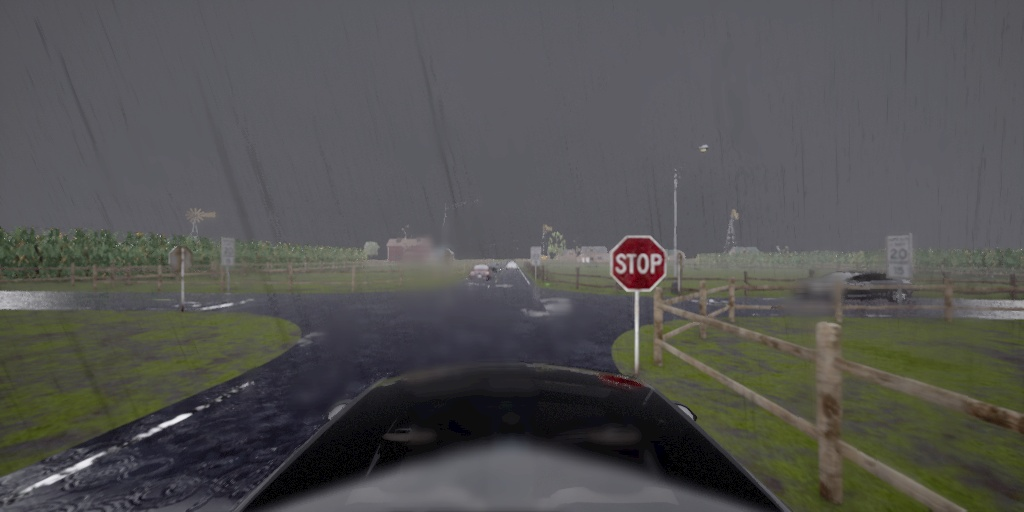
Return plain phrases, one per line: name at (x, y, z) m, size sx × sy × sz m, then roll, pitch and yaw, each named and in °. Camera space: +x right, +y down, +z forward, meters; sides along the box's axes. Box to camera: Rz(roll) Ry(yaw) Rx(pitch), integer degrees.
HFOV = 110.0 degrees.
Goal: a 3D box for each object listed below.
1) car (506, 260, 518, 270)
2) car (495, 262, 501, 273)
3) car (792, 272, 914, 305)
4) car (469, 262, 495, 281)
car at (-0.004, 1.712, 62.115) m, size 1.812 × 1.442 × 4.674 m, roll 0°, pitch 0°, yaw 0°
car at (-2.842, 1.698, 49.632) m, size 1.895 × 1.301 × 4.718 m, roll 0°, pitch 0°, yaw 0°
car at (16.470, 1.513, 17.452) m, size 4.892 × 1.490 × 1.837 m, roll 0°, pitch 0°, yaw 1°
car at (-2.846, 1.507, 33.645) m, size 1.812 × 1.442 × 4.674 m, roll 0°, pitch 0°, yaw 0°
